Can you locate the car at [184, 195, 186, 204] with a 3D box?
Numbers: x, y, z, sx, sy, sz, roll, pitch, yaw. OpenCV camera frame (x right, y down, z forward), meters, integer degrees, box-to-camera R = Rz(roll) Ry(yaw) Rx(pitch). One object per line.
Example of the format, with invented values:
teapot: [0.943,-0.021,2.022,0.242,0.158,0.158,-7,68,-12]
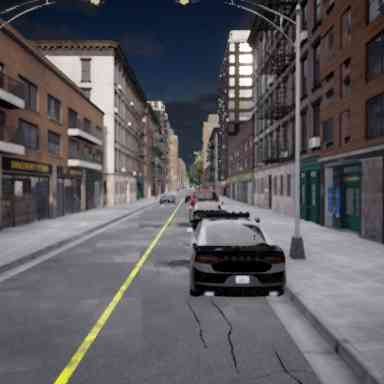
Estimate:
car: [-0.064,0.838,46.484,1.837,1.490,4.892,0,1,0]

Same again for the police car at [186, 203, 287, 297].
police car: [0.886,1.296,8.432,1.930,1.638,5.238,0,1,0]

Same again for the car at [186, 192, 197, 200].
car: [-0.099,0.715,59.875,1.994,1.385,4.181,0,1,0]

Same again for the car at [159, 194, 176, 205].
car: [-3.164,0.939,43.409,1.994,1.385,4.181,0,1,0]

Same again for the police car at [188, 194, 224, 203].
police car: [0.870,1.151,18.431,1.930,1.638,5.238,0,1,0]

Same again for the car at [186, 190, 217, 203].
car: [0.860,0.866,24.348,2.150,2.045,5.566,0,1,0]
